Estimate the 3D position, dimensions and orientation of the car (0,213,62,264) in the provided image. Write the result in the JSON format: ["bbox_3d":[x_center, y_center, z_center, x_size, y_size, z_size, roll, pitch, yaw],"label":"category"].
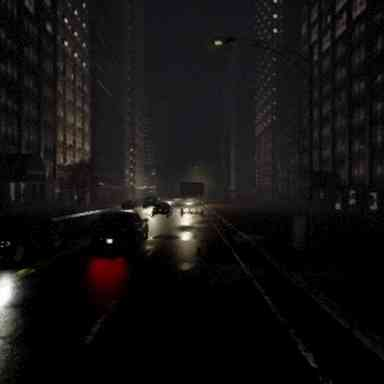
[{"bbox_3d":[-6.594,1.588,12.522,1.882,1.535,5.008,0,0,0],"label":"car"}]

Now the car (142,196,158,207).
[{"bbox_3d":[-6.531,1.695,53.399,2.150,2.045,5.566,0,-1,1],"label":"car"}]

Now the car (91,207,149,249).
[{"bbox_3d":[-3.146,1.639,15.146,1.837,1.490,4.892,0,-1,0],"label":"car"}]

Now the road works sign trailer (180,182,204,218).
[{"bbox_3d":[0.025,0.762,33.837,2.380,3.560,2.880,0,-1,1],"label":"road works sign trailer"}]

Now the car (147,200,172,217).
[{"bbox_3d":[-3.142,1.859,35.378,2.033,1.411,5.357,0,-1,0],"label":"car"}]

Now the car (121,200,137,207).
[{"bbox_3d":[-9.790,1.950,52.080,2.128,1.511,4.902,0,-1,1],"label":"car"}]
